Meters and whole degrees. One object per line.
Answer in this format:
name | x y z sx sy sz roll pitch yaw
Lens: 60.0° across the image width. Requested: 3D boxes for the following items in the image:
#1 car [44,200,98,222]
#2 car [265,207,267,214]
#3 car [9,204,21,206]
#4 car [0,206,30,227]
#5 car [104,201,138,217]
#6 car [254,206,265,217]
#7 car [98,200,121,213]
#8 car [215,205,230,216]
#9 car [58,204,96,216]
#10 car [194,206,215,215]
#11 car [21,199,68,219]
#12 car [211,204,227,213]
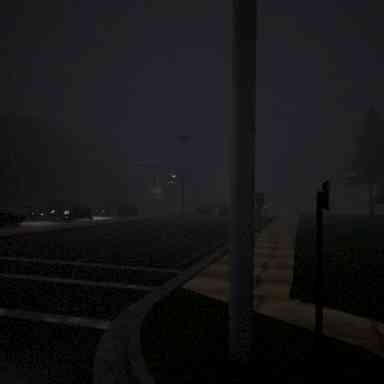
car | -11.624 1.893 32.376 2.097 1.767 4.553 0 -1 17
car | 11.419 2.966 55.887 1.994 1.385 4.181 0 -1 17
car | -18.238 1.969 34.675 1.882 1.535 5.008 0 -1 17
car | -14.300 1.913 23.709 1.895 1.301 4.718 0 -1 17
car | -8.561 2.295 42.285 2.128 1.511 4.902 0 -1 17
car | 8.469 2.636 46.148 2.128 1.511 4.902 0 -1 18
car | -11.371 2.043 45.029 2.150 2.045 5.566 0 -1 17
car | 5.136 2.595 47.213 1.882 1.535 5.008 0 -1 17
car | -15.219 2.299 44.465 2.033 1.411 5.357 0 -1 17
car | 1.804 2.692 48.291 1.895 1.301 4.718 0 -1 18
car | -14.557 1.771 34.753 2.150 2.045 5.566 0 -1 17
car | 4.727 2.910 57.940 1.994 1.385 4.181 0 -1 17
